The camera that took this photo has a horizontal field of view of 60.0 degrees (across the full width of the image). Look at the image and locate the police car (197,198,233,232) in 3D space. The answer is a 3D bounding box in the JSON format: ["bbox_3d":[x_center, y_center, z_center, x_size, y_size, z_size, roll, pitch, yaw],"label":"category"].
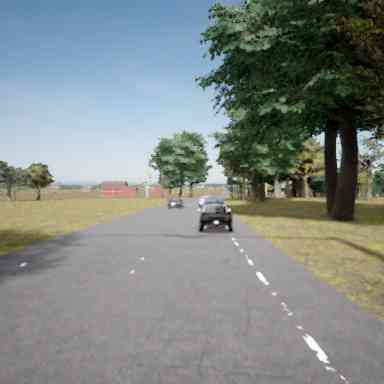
[{"bbox_3d":[1.362,1.381,20.122,1.930,1.638,5.238,0,0,2],"label":"police car"}]

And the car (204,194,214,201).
[{"bbox_3d":[3.746,1.217,72.721,1.895,1.301,4.718,0,0,6],"label":"car"}]

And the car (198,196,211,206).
[{"bbox_3d":[2.007,1.367,52.815,1.812,1.442,4.674,0,0,5],"label":"car"}]

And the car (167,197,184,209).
[{"bbox_3d":[-2.175,1.360,43.724,2.128,1.511,4.902,0,0,4],"label":"car"}]

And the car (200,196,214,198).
[{"bbox_3d":[1.719,1.401,29.969,1.882,1.535,5.008,0,0,2],"label":"car"}]
